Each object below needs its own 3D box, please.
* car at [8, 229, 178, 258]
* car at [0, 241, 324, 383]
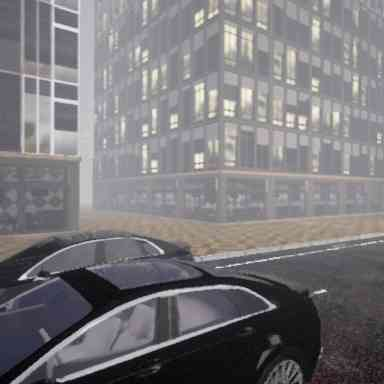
[{"bbox_3d":[-2.156,1.514,6.129,4.892,1.490,1.837,-1,1,-35],"label":"car"},{"bbox_3d":[-0.785,1.499,3.114,4.902,1.511,2.128,0,0,-35],"label":"car"}]
